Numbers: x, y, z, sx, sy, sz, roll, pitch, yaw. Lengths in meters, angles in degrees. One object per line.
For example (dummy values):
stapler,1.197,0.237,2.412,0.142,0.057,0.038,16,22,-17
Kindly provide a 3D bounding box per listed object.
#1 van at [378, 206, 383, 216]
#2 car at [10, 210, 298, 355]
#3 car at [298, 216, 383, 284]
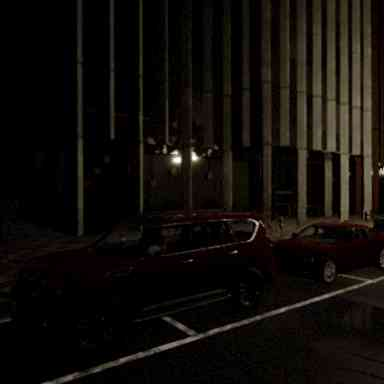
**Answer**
van,8.607,1.349,12.874,3.998,1.788,1.690,0,0,-36
car,-0.538,1.323,6.280,5.009,1.841,2.192,0,0,-36
car,4.035,1.553,9.576,4.507,1.381,1.887,0,0,-36
